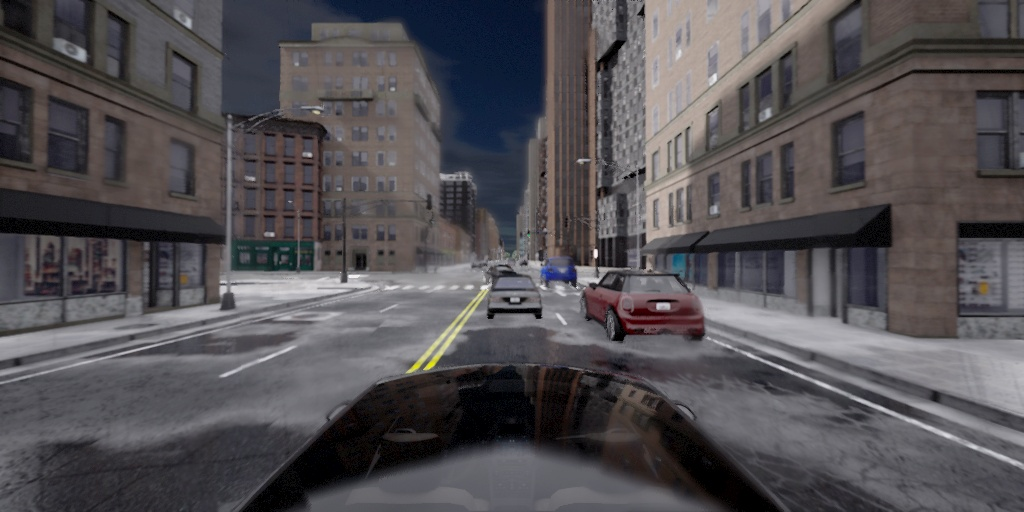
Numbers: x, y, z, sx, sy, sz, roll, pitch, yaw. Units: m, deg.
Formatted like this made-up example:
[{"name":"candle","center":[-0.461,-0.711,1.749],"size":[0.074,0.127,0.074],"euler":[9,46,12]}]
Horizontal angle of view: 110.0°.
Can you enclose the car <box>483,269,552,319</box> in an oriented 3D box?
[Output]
[{"name":"car","center":[0.082,1.373,13.207],"size":[2.033,1.411,5.357],"euler":[0,0,0]}]

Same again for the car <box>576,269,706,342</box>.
[{"name":"car","center":[3.344,1.156,10.066],"size":[2.097,1.767,4.553],"euler":[0,0,0]}]

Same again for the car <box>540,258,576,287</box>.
[{"name":"car","center":[3.319,1.131,26.048],"size":[2.150,2.045,5.566],"euler":[0,0,0]}]

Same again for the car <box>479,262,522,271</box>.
[{"name":"car","center":[-0.969,1.423,27.036],"size":[1.837,1.490,4.892],"euler":[1,0,-14]}]
